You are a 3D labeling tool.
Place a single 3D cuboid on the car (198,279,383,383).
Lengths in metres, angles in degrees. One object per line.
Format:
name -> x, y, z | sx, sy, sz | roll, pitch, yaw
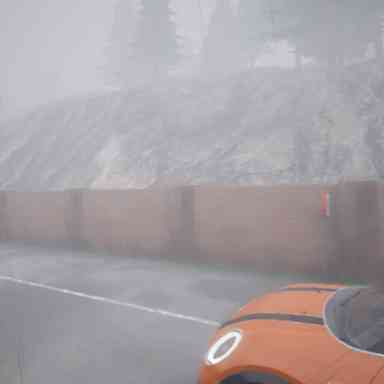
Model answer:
car -> 2.285, 1.308, 2.584 | 4.553, 1.767, 2.097 | -1, 0, 31
